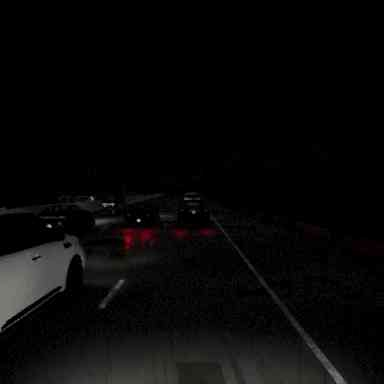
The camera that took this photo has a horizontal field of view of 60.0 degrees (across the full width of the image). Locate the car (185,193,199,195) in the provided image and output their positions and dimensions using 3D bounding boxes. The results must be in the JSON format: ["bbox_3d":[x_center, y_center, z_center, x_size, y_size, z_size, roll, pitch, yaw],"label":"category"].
[{"bbox_3d":[0.001,1.085,40.767,2.150,2.045,5.566,0,0,-1],"label":"car"}]

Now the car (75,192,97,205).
[{"bbox_3d":[-18.078,1.028,56.919,2.150,2.045,5.566,0,0,-1],"label":"car"}]

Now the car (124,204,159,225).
[{"bbox_3d":[-3.398,1.521,23.435,1.895,1.301,4.718,0,0,0],"label":"car"}]

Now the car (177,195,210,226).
[{"bbox_3d":[0.101,1.275,22.729,2.097,1.767,4.553,0,0,0],"label":"car"}]

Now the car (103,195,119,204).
[{"bbox_3d":[-14.662,1.321,60.426,1.812,1.442,4.674,0,0,-1],"label":"car"}]

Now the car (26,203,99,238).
[{"bbox_3d":[-6.898,1.429,18.435,2.128,1.511,4.902,0,0,0],"label":"car"}]

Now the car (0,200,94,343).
[{"bbox_3d":[-3.399,1.204,4.940,2.150,2.045,5.566,0,0,0],"label":"car"}]

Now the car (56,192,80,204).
[{"bbox_3d":[-21.599,1.024,58.277,2.150,2.045,5.566,0,0,-1],"label":"car"}]
